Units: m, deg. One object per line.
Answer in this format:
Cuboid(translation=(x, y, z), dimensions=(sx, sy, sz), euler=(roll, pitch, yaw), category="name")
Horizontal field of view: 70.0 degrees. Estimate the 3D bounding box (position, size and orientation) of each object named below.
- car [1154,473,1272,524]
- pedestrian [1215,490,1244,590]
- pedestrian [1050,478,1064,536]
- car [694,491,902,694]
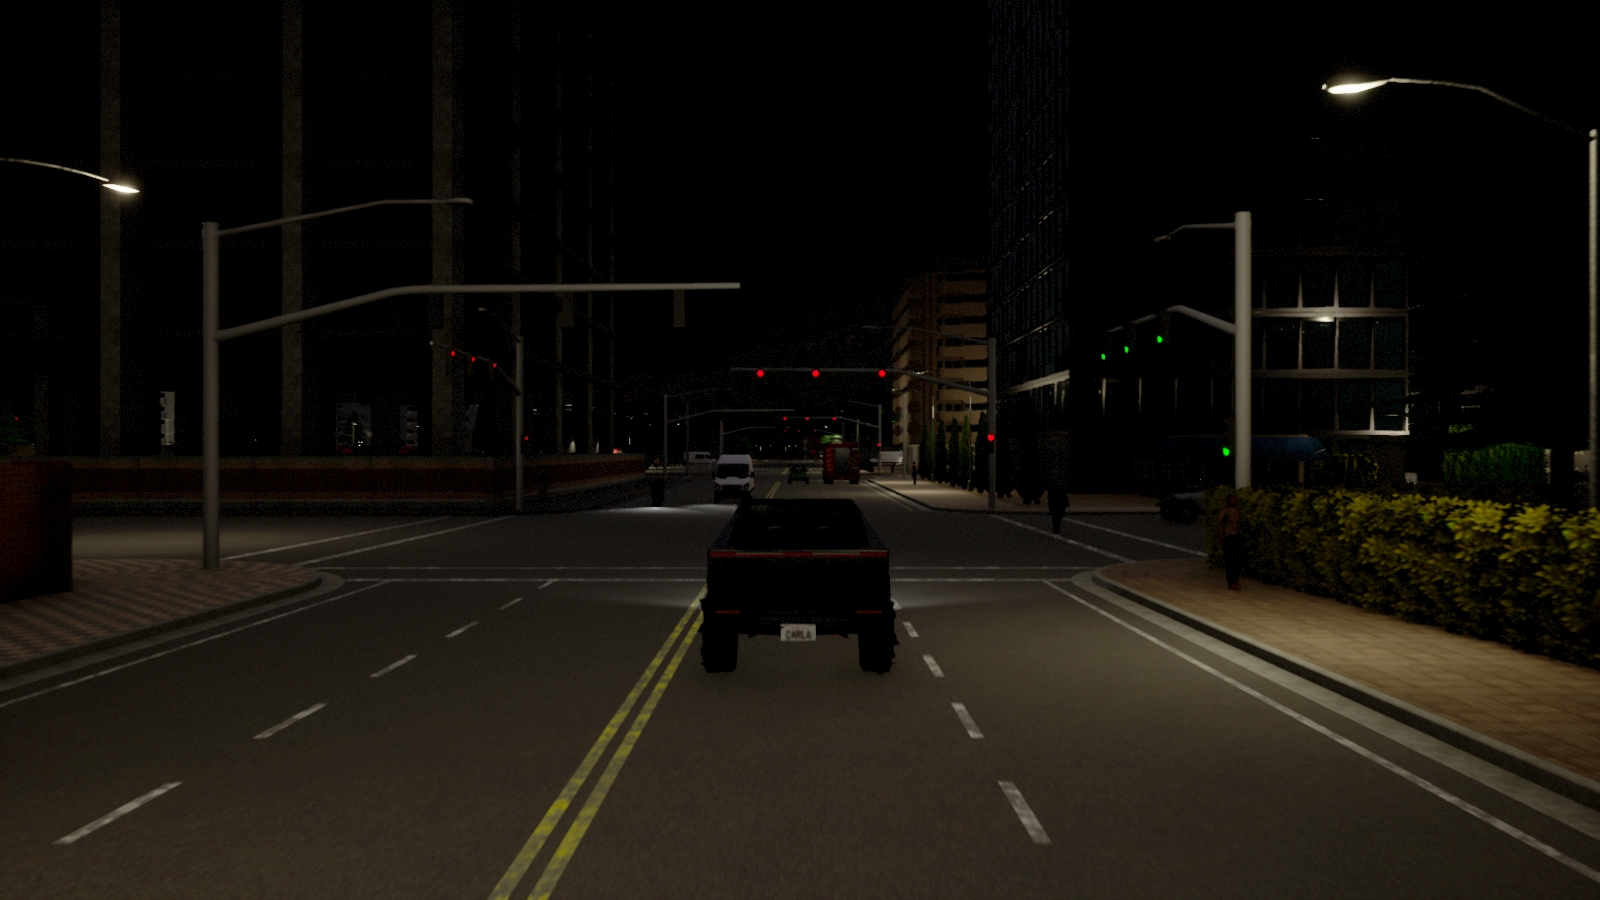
Cuboid(translation=(15.824, 1.857, 43.913), dimensions=(3.866, 1.878, 1.905), euler=(0, 0, 0), category="car")
Cuboid(translation=(8.132, 1.696, 21.635), dimensions=(0.375, 1.860, 0.375), euler=(0, 0, -18), category="pedestrian")
Cuboid(translation=(8.318, 1.848, 37.043), dimensions=(0.375, 1.860, 0.375), euler=(0, 0, 0), category="pedestrian")
Cuboid(translation=(-0.023, 1.754, 16.286), dimensions=(2.390, 2.098, 6.274), euler=(0, 0, 0), category="car")
